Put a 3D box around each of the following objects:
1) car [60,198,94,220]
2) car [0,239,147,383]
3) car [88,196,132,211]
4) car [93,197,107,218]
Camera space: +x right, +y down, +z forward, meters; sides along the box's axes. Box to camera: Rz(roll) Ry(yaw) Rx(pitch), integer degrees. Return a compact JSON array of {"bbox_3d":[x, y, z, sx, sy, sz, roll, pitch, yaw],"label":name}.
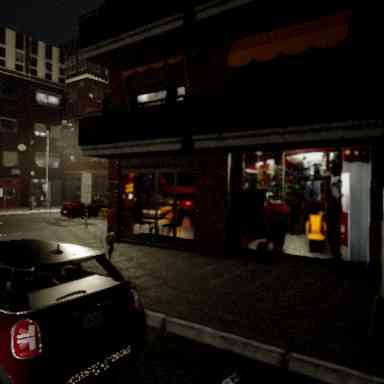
[{"bbox_3d":[-7.311,1.189,24.921,1.882,1.535,5.008,2,1,36],"label":"car"},{"bbox_3d":[-2.652,1.405,4.749,4.097,1.590,1.967,1,1,35],"label":"car"},{"bbox_3d":[-8.194,1.106,33.589,1.802,1.307,4.206,2,2,36],"label":"car"},{"bbox_3d":[-4.428,1.286,24.087,1.752,1.417,4.829,2,2,36],"label":"car"}]
